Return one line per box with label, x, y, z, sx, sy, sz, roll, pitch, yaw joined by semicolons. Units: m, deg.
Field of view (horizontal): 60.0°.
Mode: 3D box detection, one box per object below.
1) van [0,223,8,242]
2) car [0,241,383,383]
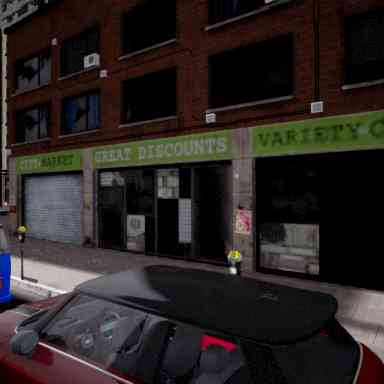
van;-5.123;1.343;6.379;3.998;1.788;1.690;0;0;35
car;-0.490;1.440;3.075;4.097;1.590;1.967;0;0;35
